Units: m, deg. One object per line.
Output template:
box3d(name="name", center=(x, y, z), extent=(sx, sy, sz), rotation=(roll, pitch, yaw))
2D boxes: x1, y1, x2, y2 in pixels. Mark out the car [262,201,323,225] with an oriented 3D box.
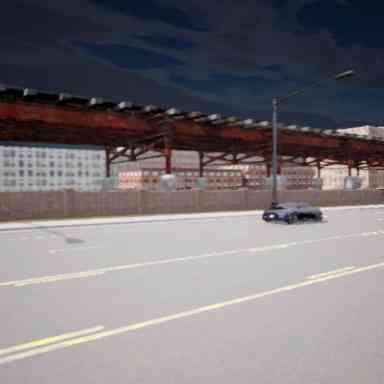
box3d(name="car", center=(6.465, 1.280, 21.289), extent=(4.181, 1.385, 1.994), rotation=(0, 1, -34))
